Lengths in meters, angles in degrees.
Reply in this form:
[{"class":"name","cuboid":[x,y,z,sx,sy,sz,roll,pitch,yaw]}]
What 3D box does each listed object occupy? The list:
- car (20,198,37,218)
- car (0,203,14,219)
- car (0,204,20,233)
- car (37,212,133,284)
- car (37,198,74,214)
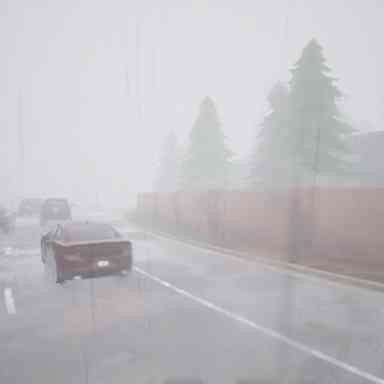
[{"class":"car","cuboid":[-16.629,1.620,35.366,2.150,2.045,5.566,0,0,-12]},{"class":"car","cuboid":[-19.876,1.892,33.926,1.812,1.442,4.674,0,-1,-13]},{"class":"car","cuboid":[-12.333,1.729,20.914,1.837,1.490,4.892,0,-1,-22]},{"class":"car","cuboid":[-3.386,1.597,10.151,1.882,1.535,5.008,0,-1,-30]},{"class":"car","cuboid":[-10.917,1.531,27.144,2.150,2.045,5.566,0,-1,-18]}]
